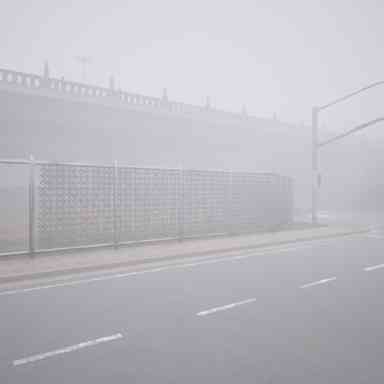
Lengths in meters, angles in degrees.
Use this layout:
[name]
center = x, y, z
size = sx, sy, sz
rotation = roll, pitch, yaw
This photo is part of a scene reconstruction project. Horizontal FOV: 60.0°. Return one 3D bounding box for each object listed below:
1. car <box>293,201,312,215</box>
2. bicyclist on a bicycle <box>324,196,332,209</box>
[car]
center = 10.454, 1.619, 34.595
size = 1.994, 1.385, 4.181
rotation = 0, 0, -36
[bicyclist on a bicycle]
center = 17.728, 1.356, 43.298
size = 1.656, 1.620, 0.582
rotation = 0, 0, -36
